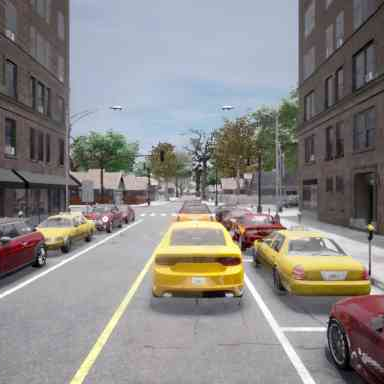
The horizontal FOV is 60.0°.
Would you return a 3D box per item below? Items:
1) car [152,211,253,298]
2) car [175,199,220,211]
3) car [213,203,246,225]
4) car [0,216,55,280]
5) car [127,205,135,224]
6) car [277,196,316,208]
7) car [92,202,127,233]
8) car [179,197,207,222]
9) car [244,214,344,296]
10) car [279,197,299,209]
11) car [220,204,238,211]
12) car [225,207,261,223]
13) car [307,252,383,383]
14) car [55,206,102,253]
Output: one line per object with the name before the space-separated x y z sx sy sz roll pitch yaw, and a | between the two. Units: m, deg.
car | 0.127 1.480 8.568 1.882 1.535 5.008 0 0 0
car | 0.151 1.360 17.750 2.097 1.767 4.553 0 0 0
car | 2.710 1.578 24.907 1.947 1.339 4.313 0 0 0
car | -5.365 1.443 8.373 1.967 1.590 4.097 0 0 0
car | -5.316 1.594 24.930 1.802 1.307 4.206 0 0 0
car | 14.974 1.419 47.845 4.902 1.511 2.128 0 0 0
car | -5.332 1.449 19.411 1.967 1.590 4.097 0 0 0
car | 0.074 1.365 27.140 2.097 1.767 4.553 0 0 0
car | 2.660 1.528 8.522 1.752 1.417 4.829 0 0 0
car | 14.388 1.456 44.587 4.674 1.442 1.812 0 0 2
car | 2.693 1.591 19.388 1.802 1.307 4.206 0 0 0
car | 2.676 1.550 13.870 1.887 1.381 4.507 0 0 0
car | 2.643 1.582 2.834 1.802 1.307 4.206 0 0 0
car | -5.349 1.531 13.722 1.752 1.417 4.829 0 0 0
